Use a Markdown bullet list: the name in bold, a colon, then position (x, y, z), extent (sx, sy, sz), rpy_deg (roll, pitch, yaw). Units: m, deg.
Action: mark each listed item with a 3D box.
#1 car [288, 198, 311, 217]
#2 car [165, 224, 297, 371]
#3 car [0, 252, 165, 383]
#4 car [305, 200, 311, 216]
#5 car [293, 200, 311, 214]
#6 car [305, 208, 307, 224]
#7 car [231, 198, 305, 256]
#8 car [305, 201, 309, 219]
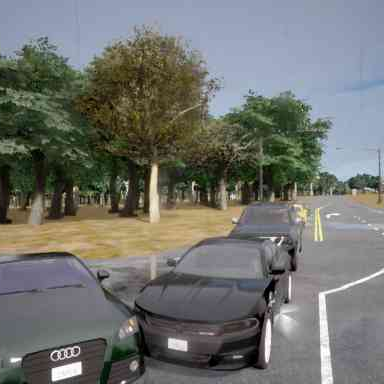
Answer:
- **car**: position (11.331, 1.563, 34.931), extent (2.097, 1.767, 4.553), rpy_deg (-1, 0, 21)
- **car**: position (0.740, 1.613, 6.256), extent (1.882, 1.535, 5.008), rpy_deg (-1, -2, 21)
- **car**: position (-2.306, 1.643, 4.960), extent (1.994, 1.385, 4.181), rpy_deg (1, -2, -33)
- **car**: position (9.302, 1.725, 29.557), extent (1.812, 1.442, 4.674), rpy_deg (-1, 0, 21)
- **car**: position (13.328, 1.748, 40.141), extent (1.812, 1.442, 4.674), rpy_deg (-1, 0, 21)
- **car**: position (5.091, 1.775, 18.300), extent (1.895, 1.301, 4.718), rpy_deg (-1, 0, 21)
- **car**: position (2.862, 1.460, 12.396), extent (2.150, 2.045, 5.566), rpy_deg (-2, 0, 21)
- **car**: position (7.241, 1.664, 24.053), extent (1.882, 1.535, 5.008), rpy_deg (-1, 0, 21)
